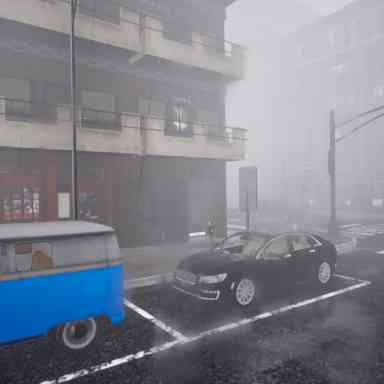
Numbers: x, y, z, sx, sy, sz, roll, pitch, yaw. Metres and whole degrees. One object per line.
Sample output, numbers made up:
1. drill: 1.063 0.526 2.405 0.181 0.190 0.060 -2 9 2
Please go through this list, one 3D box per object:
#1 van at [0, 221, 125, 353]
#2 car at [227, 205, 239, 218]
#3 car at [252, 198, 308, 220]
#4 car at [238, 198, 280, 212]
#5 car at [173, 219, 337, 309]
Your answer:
1. van: -2.917 1.341 4.496 3.998 1.788 1.690 0 -1 -36
2. car: 2.151 1.506 28.916 1.887 1.381 4.507 -1 1 -35
3. car: 6.945 1.441 26.768 1.837 1.490 4.892 -1 2 -35
4. car: 7.312 1.356 36.581 1.887 1.381 4.507 -1 1 -35
5. car: 1.623 1.549 7.739 4.403 1.369 2.008 0 -1 -36
